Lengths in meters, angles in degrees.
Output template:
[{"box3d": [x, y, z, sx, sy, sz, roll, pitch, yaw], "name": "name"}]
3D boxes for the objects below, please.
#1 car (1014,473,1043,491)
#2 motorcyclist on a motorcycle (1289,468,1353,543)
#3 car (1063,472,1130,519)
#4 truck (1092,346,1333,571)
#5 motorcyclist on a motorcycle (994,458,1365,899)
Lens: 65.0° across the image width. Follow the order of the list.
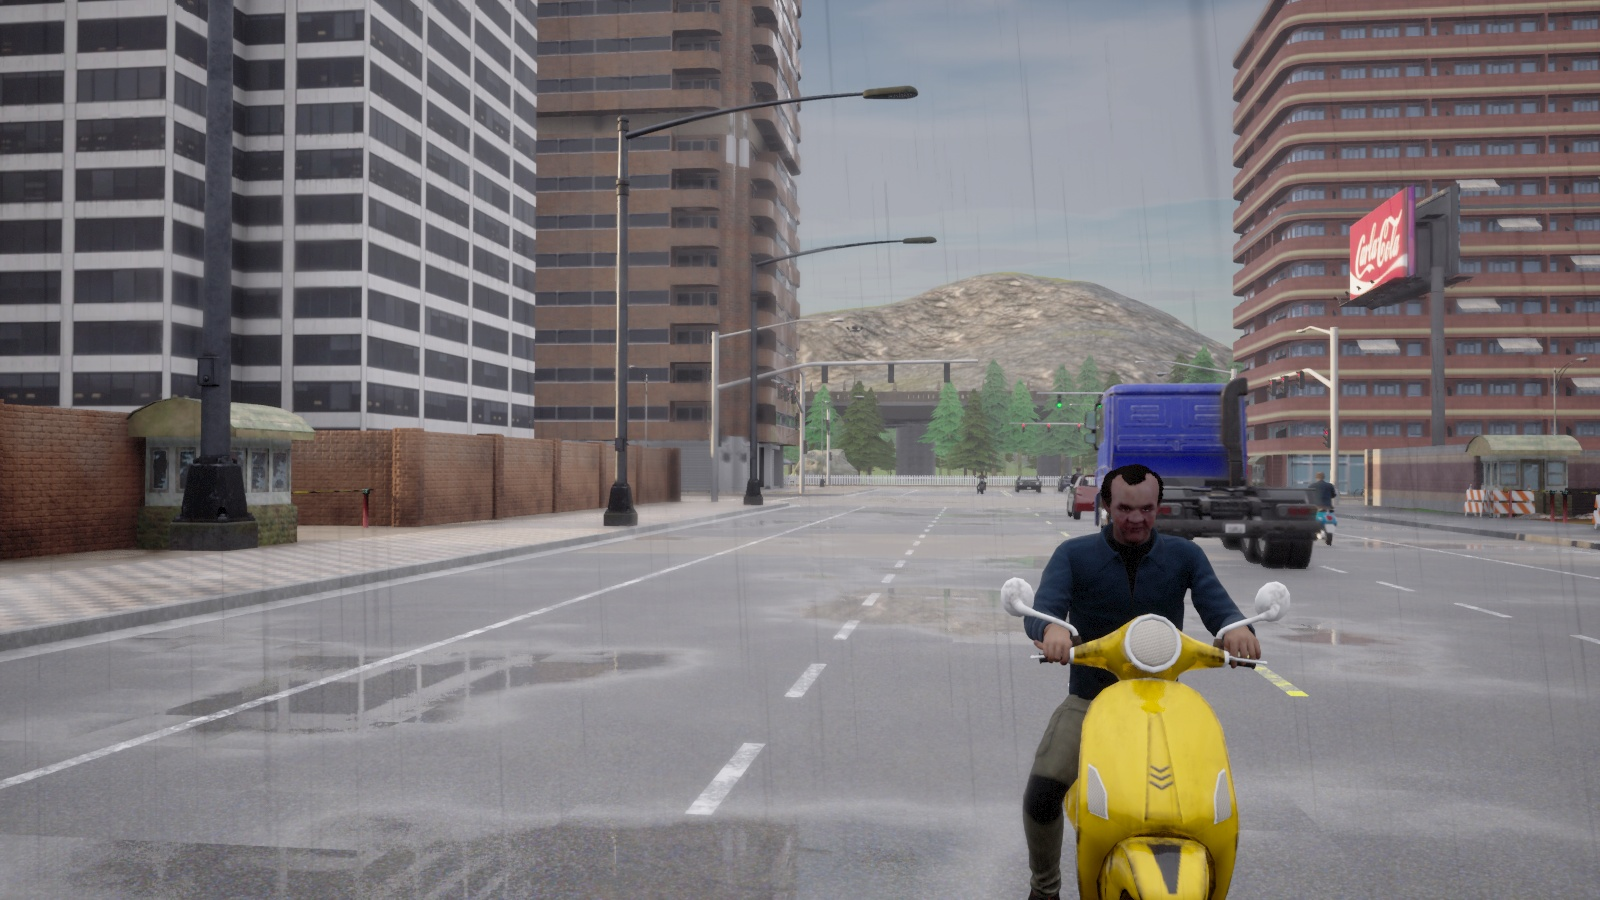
[{"box3d": [17.337, 2.444, 95.418, 1.895, 1.301, 4.718, 0, -1, 8], "name": "car"}, {"box3d": [11.427, 1.185, 27.597, 0.866, 1.590, 1.817, 0, -1, 8], "name": "motorcyclist on a motorcycle"}, {"box3d": [9.946, 1.498, 42.336, 1.845, 1.501, 3.633, 0, -1, 8], "name": "car"}, {"box3d": [7.313, 0.197, 23.471, 2.891, 3.462, 7.936, 0, -1, 8], "name": "truck"}, {"box3d": [1.080, 0.831, 4.042, 0.866, 1.590, 1.817, 0, -1, 8], "name": "motorcyclist on a motorcycle"}]
